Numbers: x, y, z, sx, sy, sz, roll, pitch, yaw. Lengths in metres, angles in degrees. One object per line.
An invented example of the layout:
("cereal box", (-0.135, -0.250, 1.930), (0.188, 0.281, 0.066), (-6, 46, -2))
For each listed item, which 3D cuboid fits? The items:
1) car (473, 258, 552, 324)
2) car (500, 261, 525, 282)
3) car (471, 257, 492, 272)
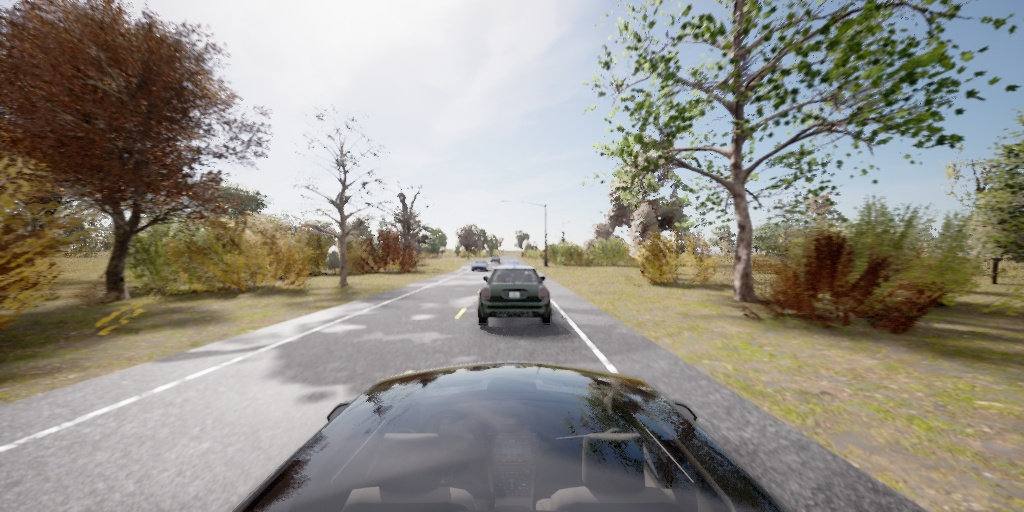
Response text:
("car", (0.076, 1.065, 11.951), (2.097, 1.767, 4.553), (0, 0, 0))
("car", (0.034, 1.175, 28.499), (1.812, 1.442, 4.674), (0, 0, 0))
("car", (-3.759, 1.132, 42.604), (2.033, 1.411, 5.357), (0, 0, -1))
